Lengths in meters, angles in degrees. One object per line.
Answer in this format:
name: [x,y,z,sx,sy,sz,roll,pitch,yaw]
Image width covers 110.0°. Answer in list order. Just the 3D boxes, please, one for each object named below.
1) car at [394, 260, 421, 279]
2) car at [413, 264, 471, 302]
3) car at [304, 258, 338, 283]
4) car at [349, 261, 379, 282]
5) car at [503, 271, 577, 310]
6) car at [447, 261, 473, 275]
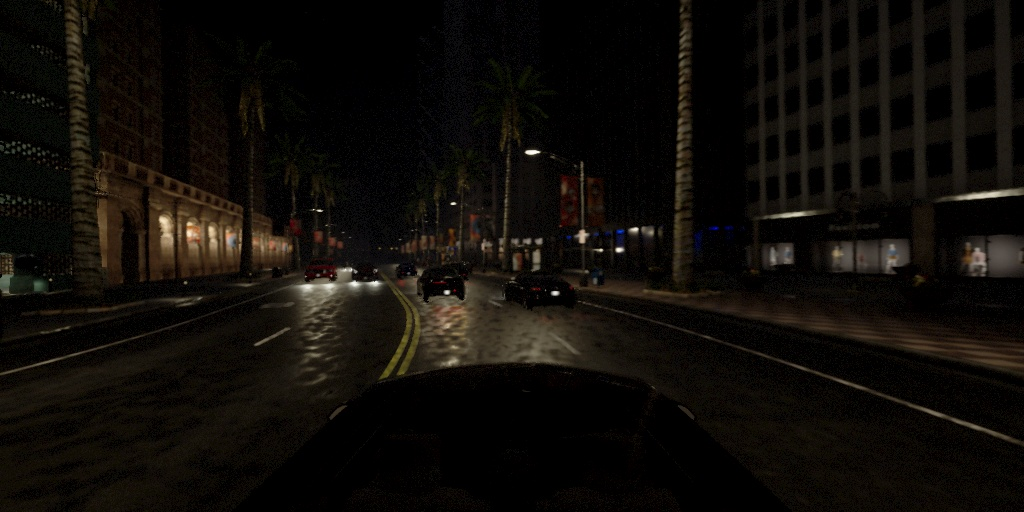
car: [-10.404,1.445,35.340,1.812,1.442,4.674,-1,0,-21]
car: [-3.593,1.319,17.677,1.837,1.490,4.892,-1,0,-19]
car: [-16.576,1.220,31.359,2.150,2.045,5.566,-1,0,-22]
car: [-13.237,1.306,32.441,2.097,1.767,4.553,-1,0,-22]
car: [0.999,1.316,14.841,1.994,1.385,4.181,-1,0,-16]
car: [-5.159,1.355,31.554,1.837,1.490,4.892,-1,0,-21]
